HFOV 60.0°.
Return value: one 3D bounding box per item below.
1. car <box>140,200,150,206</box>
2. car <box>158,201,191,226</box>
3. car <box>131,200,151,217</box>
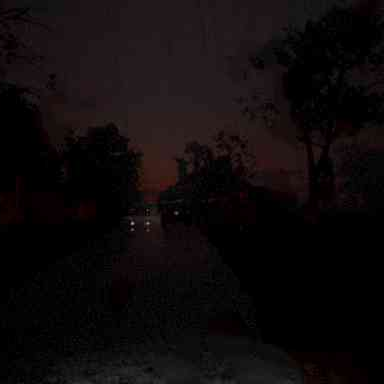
[{"bbox_3d":[-10.695,2.526,75.662,2.033,1.411,5.357,0,-2,-8],"label":"car"},{"bbox_3d":[-1.258,1.499,24.676,2.097,1.767,4.553,0,-1,-5],"label":"car"},{"bbox_3d":[-5.371,1.750,35.096,1.882,1.535,5.008,0,-1,-7],"label":"car"}]
